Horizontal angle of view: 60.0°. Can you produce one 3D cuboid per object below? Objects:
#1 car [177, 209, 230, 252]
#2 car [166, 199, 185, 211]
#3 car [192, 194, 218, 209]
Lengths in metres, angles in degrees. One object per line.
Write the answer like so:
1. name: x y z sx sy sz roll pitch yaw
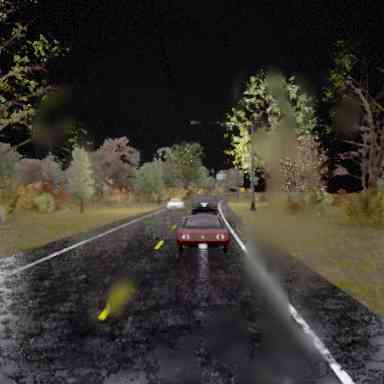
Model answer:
1. car: 0.453 1.598 13.838 1.895 1.301 4.718 0 0 2
2. car: -1.937 1.527 40.359 1.812 1.442 4.674 0 0 4
3. car: 1.166 1.215 30.423 2.150 2.045 5.566 0 0 3
